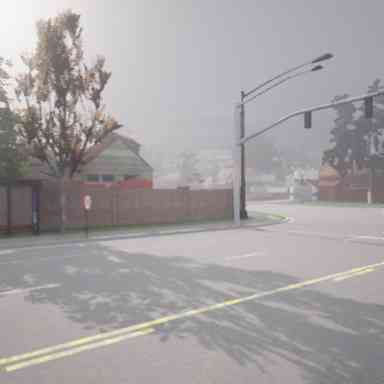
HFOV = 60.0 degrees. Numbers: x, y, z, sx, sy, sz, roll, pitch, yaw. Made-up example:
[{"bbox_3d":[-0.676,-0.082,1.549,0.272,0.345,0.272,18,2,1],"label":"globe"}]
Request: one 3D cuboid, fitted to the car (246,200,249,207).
[{"bbox_3d":[5.938,1.368,47.382,2.128,1.511,4.902,-1,1,-37],"label":"car"}]
